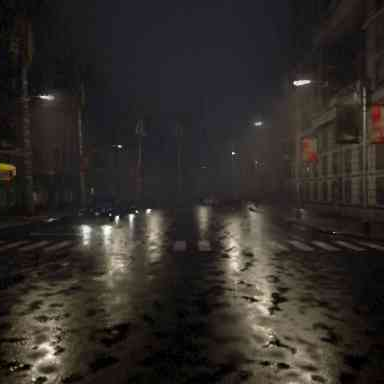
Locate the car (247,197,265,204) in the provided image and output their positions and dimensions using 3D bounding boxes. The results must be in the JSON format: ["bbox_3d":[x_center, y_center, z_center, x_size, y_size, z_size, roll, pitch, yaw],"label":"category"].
[{"bbox_3d":[12.444,1.664,65.230,1.837,1.490,4.892,0,0,41],"label":"car"}]

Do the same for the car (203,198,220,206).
[{"bbox_3d":[3.276,1.663,56.457,1.812,1.442,4.674,0,0,22],"label":"car"}]

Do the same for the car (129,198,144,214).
[{"bbox_3d":[-7.018,1.595,37.295,1.837,1.490,4.892,0,0,1],"label":"car"}]

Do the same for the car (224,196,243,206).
[{"bbox_3d":[7.078,1.629,56.435,2.128,1.511,4.902,0,0,25],"label":"car"}]

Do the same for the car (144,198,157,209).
[{"bbox_3d":[-6.362,1.593,47.738,1.882,1.535,5.008,0,0,7],"label":"car"}]

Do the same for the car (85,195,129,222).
[{"bbox_3d":[-7.084,1.288,27.604,2.150,2.045,5.566,0,0,0],"label":"car"}]
